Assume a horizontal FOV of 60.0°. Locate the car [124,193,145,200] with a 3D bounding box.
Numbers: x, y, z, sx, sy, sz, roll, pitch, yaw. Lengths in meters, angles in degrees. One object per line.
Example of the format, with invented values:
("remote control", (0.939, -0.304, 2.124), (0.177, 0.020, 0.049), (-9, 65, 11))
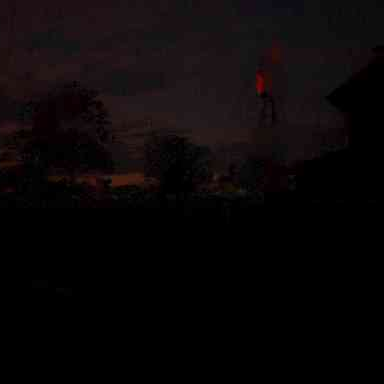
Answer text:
("car", (-11.776, 0.873, 68.512), (1.882, 1.535, 5.008), (-1, 0, 37))
